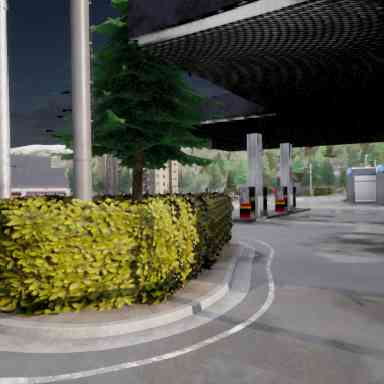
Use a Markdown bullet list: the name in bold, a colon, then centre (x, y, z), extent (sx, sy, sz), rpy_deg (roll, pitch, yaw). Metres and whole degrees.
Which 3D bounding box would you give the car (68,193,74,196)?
- **car**: centre (-24.243, 1.124, 63.877), extent (3.866, 1.878, 1.905), rpy_deg (-1, 1, 35)

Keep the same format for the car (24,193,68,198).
- **car**: centre (-14.773, 1.183, 33.589), extent (3.866, 1.878, 1.905), rpy_deg (-1, 1, 35)

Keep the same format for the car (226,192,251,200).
- **car**: centre (9.206, 0.812, 66.502), extent (4.514, 1.523, 2.007), rpy_deg (-1, 1, 35)

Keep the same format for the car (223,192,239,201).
- **car**: centre (7.434, 0.850, 63.913), extent (5.027, 1.636, 2.152), rpy_deg (-1, 1, 35)

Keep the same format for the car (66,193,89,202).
- **car**: centre (-22.897, 1.103, 66.486), extent (4.605, 1.855, 1.932), rpy_deg (-1, 1, 35)
